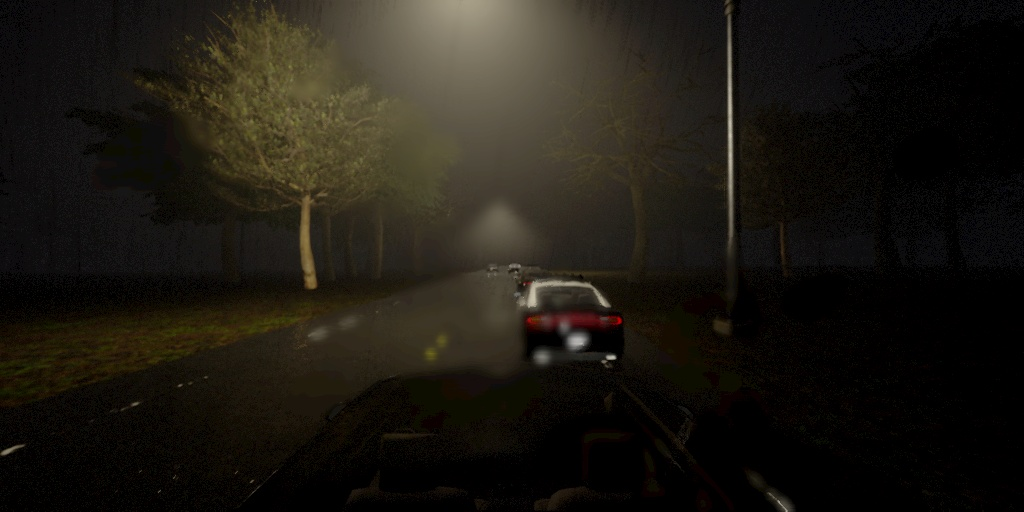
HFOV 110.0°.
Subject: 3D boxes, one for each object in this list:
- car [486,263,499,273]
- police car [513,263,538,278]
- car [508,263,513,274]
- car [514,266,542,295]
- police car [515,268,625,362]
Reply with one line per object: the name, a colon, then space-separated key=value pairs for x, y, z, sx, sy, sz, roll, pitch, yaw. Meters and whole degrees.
car: x=-3.113 y=1.861 z=57.583 sx=2.128 sy=1.511 sz=4.902 roll=0 pitch=-1 yaw=0
police car: x=1.214 y=1.411 z=24.524 sx=1.930 sy=1.638 sz=5.238 roll=0 pitch=-1 yaw=0
car: x=0.414 y=1.894 z=51.681 sx=1.895 sy=1.301 sz=4.718 roll=0 pitch=-1 yaw=1
car: x=1.173 y=1.427 z=18.414 sx=1.837 sy=1.490 sz=4.892 roll=0 pitch=-1 yaw=0
police car: x=1.106 y=1.243 z=8.522 sx=1.930 sy=1.638 sz=5.238 roll=0 pitch=-1 yaw=0
